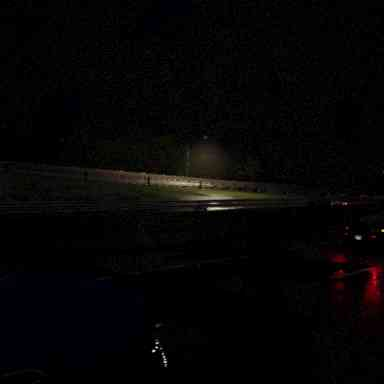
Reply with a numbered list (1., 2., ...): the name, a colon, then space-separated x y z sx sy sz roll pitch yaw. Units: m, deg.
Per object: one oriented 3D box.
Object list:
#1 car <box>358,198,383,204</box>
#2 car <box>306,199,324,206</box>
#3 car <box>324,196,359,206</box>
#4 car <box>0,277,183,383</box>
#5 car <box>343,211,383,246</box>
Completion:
1. car: 20.042 1.554 35.453 4.181 1.385 1.994 0 0 -35
2. car: 15.917 1.553 41.106 4.181 1.385 1.994 0 0 -35
3. car: 17.747 1.341 38.116 4.553 1.767 2.097 0 0 -35
4. car: -2.730 1.223 1.797 5.566 2.045 2.150 0 0 -36
5. car: 8.131 1.520 13.838 4.674 1.442 1.812 0 0 -35
